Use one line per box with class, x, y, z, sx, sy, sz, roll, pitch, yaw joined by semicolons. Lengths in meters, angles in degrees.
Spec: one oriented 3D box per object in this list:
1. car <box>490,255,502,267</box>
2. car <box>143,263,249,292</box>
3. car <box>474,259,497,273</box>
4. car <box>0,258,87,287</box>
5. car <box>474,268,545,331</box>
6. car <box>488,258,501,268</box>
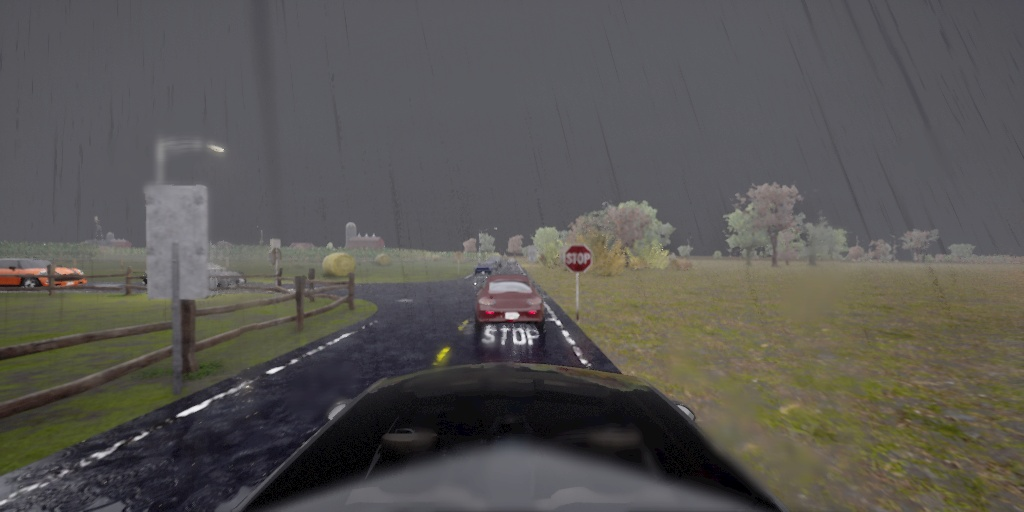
car;-2.826;0.911;60.444;2.150;2.045;5.566;0;0;0
car;-17.330;1.118;19.808;4.902;1.511;2.128;0;1;-1
car;-2.856;1.301;37.365;1.895;1.301;4.718;0;0;0
car;-26.534;0.916;19.711;4.553;1.767;2.097;0;1;0
car;-0.134;1.259;10.880;1.812;1.442;4.674;0;0;-3
car;-2.850;1.257;47.327;1.994;1.385;4.181;0;0;0
